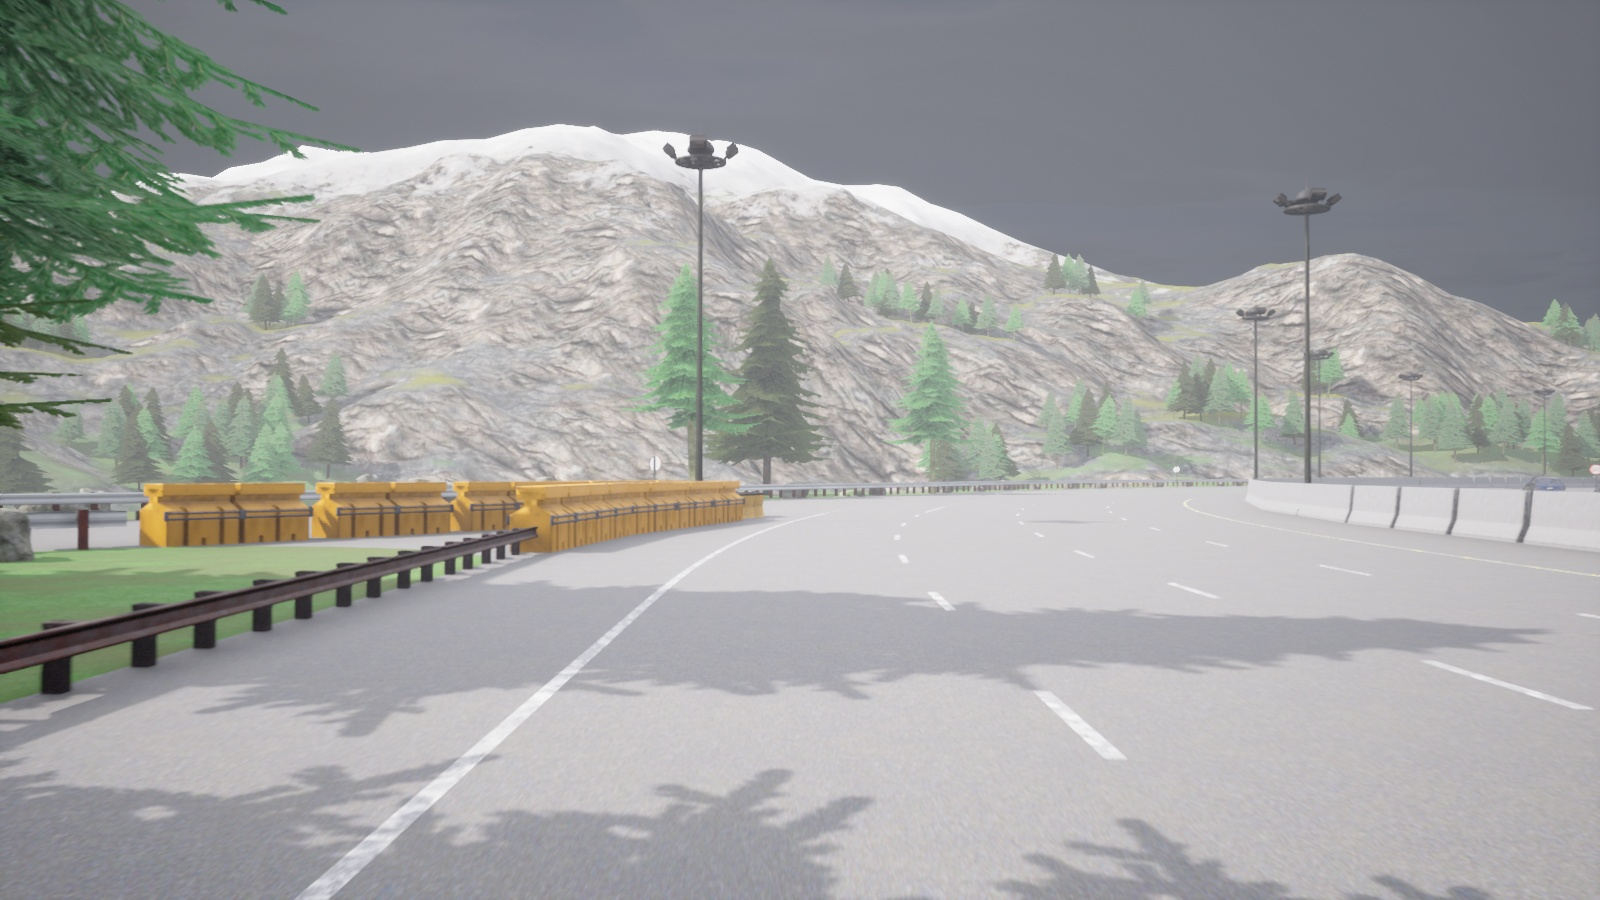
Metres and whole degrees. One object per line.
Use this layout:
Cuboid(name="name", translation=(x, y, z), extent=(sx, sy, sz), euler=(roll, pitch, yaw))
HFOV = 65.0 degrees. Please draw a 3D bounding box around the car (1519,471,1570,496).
Cuboid(name="car", translation=(43.900, 1.927, 74.131), extent=(2.033, 1.411, 5.357), euler=(-1, -1, 25))
